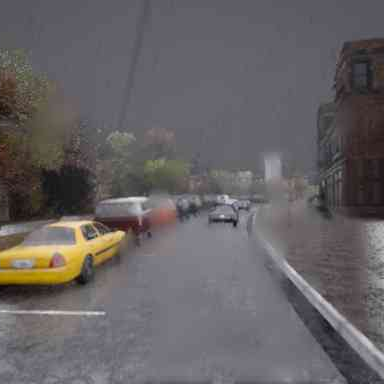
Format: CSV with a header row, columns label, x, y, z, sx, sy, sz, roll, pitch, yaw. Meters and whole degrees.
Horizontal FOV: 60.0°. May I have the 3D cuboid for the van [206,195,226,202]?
label,x,y,z,sx,sy,sz,roll,pitch,yaw
van,2.639,1.393,42.417,1.878,1.987,4.442,-2,0,15

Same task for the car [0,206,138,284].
label,x,y,z,sx,sy,sz,roll,pitch,yaw
car,-3.307,1.458,9.545,1.946,1.575,5.366,-2,0,5

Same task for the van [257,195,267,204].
label,x,y,z,sx,sy,sz,roll,pitch,yaw
van,14.449,1.611,72.420,1.878,1.987,4.442,-1,0,23

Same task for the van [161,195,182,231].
label,x,y,z,sx,sy,sz,roll,pitch,yaw
van,-2.134,1.255,20.593,1.878,1.987,4.442,-2,0,9

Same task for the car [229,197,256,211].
label,x,y,z,sx,sy,sz,roll,pitch,yaw
car,6.375,1.649,41.371,2.033,1.411,5.357,-1,-1,16

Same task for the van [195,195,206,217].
label,x,y,z,sx,sy,sz,roll,pitch,yaw
van,-0.165,1.309,31.589,1.878,1.987,4.442,-2,0,10

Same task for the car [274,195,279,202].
label,x,y,z,sx,sy,sz,roll,pitch,yaw
car,19.532,1.897,83.315,2.231,1.521,4.892,-1,0,23

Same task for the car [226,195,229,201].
label,x,y,z,sx,sy,sz,roll,pitch,yaw
car,4.306,1.414,47.661,2.435,2.045,5.566,-2,0,16

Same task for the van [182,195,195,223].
label,x,y,z,sx,sy,sz,roll,pitch,yaw
van,-1.238,1.278,26.113,1.878,1.987,4.442,-2,0,9

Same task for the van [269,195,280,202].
label,x,y,z,sx,sy,sz,roll,pitch,yaw
van,21.936,1.722,88.468,1.878,1.987,4.442,-1,-1,27

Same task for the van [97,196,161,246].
label,x,y,z,sx,sy,sz,roll,pitch,yaw
van,-2.839,1.242,15.043,1.878,1.987,4.442,-2,0,4

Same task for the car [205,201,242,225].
label,x,y,z,sx,sy,sz,roll,pitch,yaw
car,2.316,1.561,23.713,1.994,1.385,4.181,0,0,9

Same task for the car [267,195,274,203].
label,x,y,z,sx,sy,sz,roll,pitch,yaw
car,17.202,1.900,78.321,2.163,1.488,4.792,-1,0,23

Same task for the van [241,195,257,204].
label,x,y,z,sx,sy,sz,roll,pitch,yaw
van,10.383,1.556,63.337,1.878,1.987,4.442,-1,0,23
